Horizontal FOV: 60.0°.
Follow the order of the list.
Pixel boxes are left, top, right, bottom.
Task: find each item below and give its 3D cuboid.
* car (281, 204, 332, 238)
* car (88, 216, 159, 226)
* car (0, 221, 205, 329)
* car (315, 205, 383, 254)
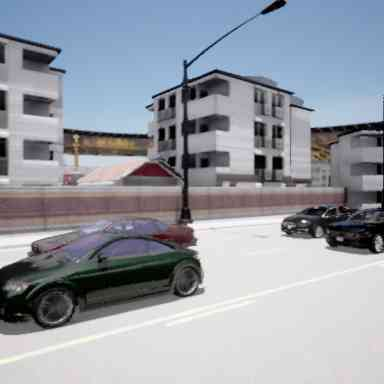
[{"bbox_3d":[6.651,1.417,16.916,4.892,1.490,1.837,0,0,-31],"label":"car"},{"bbox_3d":[-2.328,1.523,10.905,5.357,1.411,2.033,0,0,-36],"label":"car"},{"bbox_3d":[-1.776,1.550,6.962,4.181,1.385,1.994,0,0,-35],"label":"car"},{"bbox_3d":[7.454,1.398,13.321,5.008,1.535,1.882,-1,0,-32],"label":"car"}]
